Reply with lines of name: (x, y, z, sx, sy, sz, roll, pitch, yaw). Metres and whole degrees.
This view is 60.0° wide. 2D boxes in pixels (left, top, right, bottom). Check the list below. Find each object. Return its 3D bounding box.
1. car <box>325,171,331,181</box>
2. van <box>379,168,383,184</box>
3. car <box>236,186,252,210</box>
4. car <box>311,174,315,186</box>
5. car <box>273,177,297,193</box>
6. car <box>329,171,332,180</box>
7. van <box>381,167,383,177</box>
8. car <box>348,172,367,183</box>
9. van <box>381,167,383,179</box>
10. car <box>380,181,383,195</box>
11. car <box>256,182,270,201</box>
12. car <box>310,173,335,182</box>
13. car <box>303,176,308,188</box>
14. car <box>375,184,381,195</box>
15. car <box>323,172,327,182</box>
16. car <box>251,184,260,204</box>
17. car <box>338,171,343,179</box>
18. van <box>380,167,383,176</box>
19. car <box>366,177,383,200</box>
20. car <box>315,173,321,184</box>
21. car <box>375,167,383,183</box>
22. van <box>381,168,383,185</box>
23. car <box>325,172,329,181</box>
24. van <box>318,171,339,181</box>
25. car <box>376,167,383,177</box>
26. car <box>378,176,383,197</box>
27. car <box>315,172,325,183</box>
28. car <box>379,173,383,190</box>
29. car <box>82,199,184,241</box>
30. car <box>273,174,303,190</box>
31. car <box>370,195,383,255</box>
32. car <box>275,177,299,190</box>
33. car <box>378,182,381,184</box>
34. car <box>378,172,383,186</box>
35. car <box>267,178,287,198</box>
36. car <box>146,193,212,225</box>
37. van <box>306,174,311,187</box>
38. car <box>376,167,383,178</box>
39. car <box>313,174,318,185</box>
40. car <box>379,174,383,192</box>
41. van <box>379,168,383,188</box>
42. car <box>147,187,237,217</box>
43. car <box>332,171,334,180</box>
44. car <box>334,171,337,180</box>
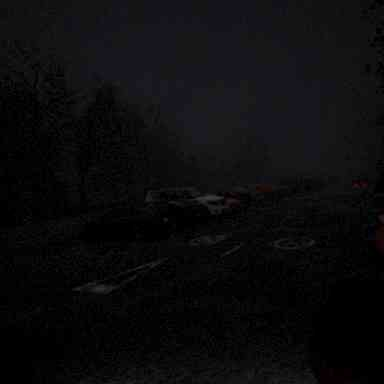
car: (22.474, -2.341, 62.001, 5.366, 1.575, 1.946, -4, 2, 30)
van: (25.674, -2.172, 40.959, 4.442, 1.987, 1.878, -4, 2, 30)
car: (1.060, 0.749, 23.218, 5.366, 1.575, 1.946, -4, 3, 30)
car: (14.456, -1.200, 47.445, 4.792, 1.488, 2.163, -4, 2, 30)
car: (7.847, -0.294, 35.279, 5.366, 1.575, 1.946, -4, 2, 30)
car: (23.958, -2.657, 64.335, 4.553, 1.767, 2.185, -4, 2, 30)
van: (39.505, -4.050, 65.035, 4.442, 1.987, 1.878, -4, 2, 30)
car: (25.002, -2.145, 49.547, 2.128, 1.511, 4.902, -4, 2, 29)
van: (34.078, -3.307, 55.402, 4.442, 1.987, 1.878, -4, 2, 30)
car: (8.258, 0.529, 9.708, 4.553, 1.767, 2.185, -4, 3, 30)
car: (3.453, 0.349, 28.226, 5.366, 1.575, 1.946, -4, 3, 30)
car: (28.079, -3.052, 71.563, 4.674, 1.452, 2.002, -4, 2, 30)
car: (11.787, -0.831, 42.589, 4.792, 1.488, 2.163, -4, 2, 30)
car: (9.512, 0.487, 12.042, 4.792, 1.488, 2.163, -4, 3, 30)
car: (19.922, -1.975, 57.080, 4.892, 1.521, 2.231, -4, 2, 30)
car: (2.262, 0.553, 25.720, 4.892, 1.521, 2.231, -4, 3, 30)
car: (30.797, -3.716, 76.368, 5.566, 2.045, 2.435, -4, 2, 30)
van: (47.588, -4.995, 79.364, 4.442, 1.987, 1.878, -4, 1, 30)
car: (12.083, 0.044, 16.933, 5.366, 1.575, 1.946, -4, 3, 30)
car: (17.175, -1.572, 52.272, 4.792, 1.488, 2.163, -4, 2, 30)
car: (27.106, -2.388, 43.322, 5.566, 2.045, 2.435, -4, 2, 30)
van: (24.520, -1.999, 38.436, 4.442, 1.987, 1.878, -4, 2, 30)
car: (21.271, -2.160, 59.499, 4.892, 1.521, 2.231, -4, 2, 30)
van: (33.390, -3.980, 81.255, 4.442, 1.987, 1.878, -4, 1, 30)
car: (14.956, -0.635, 21.631, 5.566, 2.045, 2.435, -4, 3, 30)
car: (16.285, -0.562, 24.077, 4.792, 1.488, 2.163, -4, 3, 30)
car: (18.396, -1.782, 54.761, 5.366, 1.575, 1.946, -4, 2, 30)
car: (20.397, -1.174, 31.266, 4.792, 1.488, 2.163, -4, 2, 30)
car: (-3.196, 1.424, 16.088, 4.792, 1.488, 2.163, -4, 3, 30)
car: (10.418, -0.797, 40.172, 4.553, 1.767, 2.185, -4, 2, 30)
car: (6.882, 0.866, 7.322, 5.008, 1.535, 2.097, -4, 3, 30)
car: (9.035, -0.477, 37.779, 4.892, 1.521, 2.231, -4, 2, 30)
car: (10.891, 0.286, 14.437, 4.674, 1.452, 2.002, -4, 3, 30)
car: (23.085, -1.582, 36.090, 5.008, 1.535, 2.097, -4, 2, 30)
car: (6.227, -0.078, 33.156, 5.366, 1.575, 1.946, -4, 3, 30)
car: (-1.811, 1.182, 18.482, 5.008, 1.535, 2.097, -4, 3, 30)
van: (13.202, -1.277, 44.952, 4.442, 1.987, 1.878, -4, 2, 30)
car: (38.020, -3.882, 62.697, 5.566, 2.045, 2.435, -4, 2, 30)
car: (15.815, -1.386, 49.858, 4.792, 1.488, 2.163, -4, 2, 30)
car: (19.106, -0.985, 28.972, 4.792, 1.488, 2.163, -4, 2, 30)
van: (21.604, -1.611, 33.717, 4.442, 1.987, 1.878, -4, 2, 29)
car: (-0.455, 0.720, 20.874, 5.566, 2.045, 2.435, -4, 3, 30)
car: (25.317, -2.843, 66.748, 4.553, 1.767, 2.185, -4, 2, 30)
car: (26.710, -2.906, 69.153, 5.008, 1.535, 2.097, -4, 2, 30)
